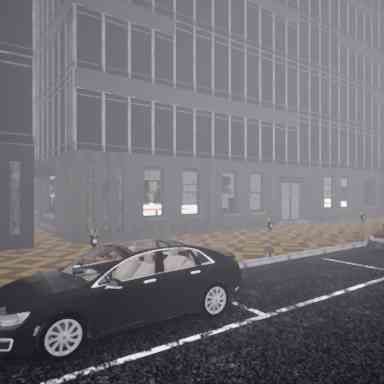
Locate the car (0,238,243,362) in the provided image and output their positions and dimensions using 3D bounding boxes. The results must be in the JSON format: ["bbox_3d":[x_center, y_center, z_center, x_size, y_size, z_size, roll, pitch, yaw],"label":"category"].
[{"bbox_3d":[-1.067,1.550,5.792,4.403,1.369,2.008,0,0,-35],"label":"car"}]

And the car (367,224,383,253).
[{"bbox_3d":[8.223,1.576,12.373,4.206,1.307,1.802,0,0,-35],"label":"car"}]
